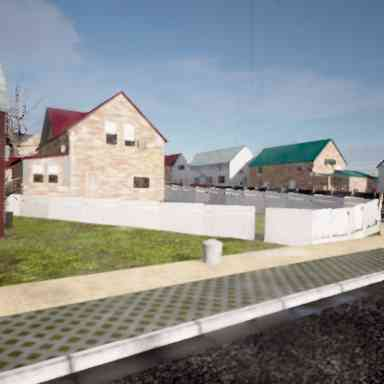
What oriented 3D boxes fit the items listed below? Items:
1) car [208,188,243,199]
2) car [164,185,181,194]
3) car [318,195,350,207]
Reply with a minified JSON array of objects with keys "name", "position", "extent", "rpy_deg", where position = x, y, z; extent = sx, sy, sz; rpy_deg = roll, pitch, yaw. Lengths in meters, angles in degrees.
[{"name":"car","position":[3.660,0.308,36.556],"extent":[1.837,1.490,4.892],"rpy_deg":[1,2,-34]},{"name":"car","position":[-2.947,-0.381,51.592],"extent":[2.033,1.411,5.357],"rpy_deg":[1,2,-33]},{"name":"car","position":[11.386,0.985,25.047],"extent":[1.812,1.442,4.674],"rpy_deg":[1,2,-34]}]
